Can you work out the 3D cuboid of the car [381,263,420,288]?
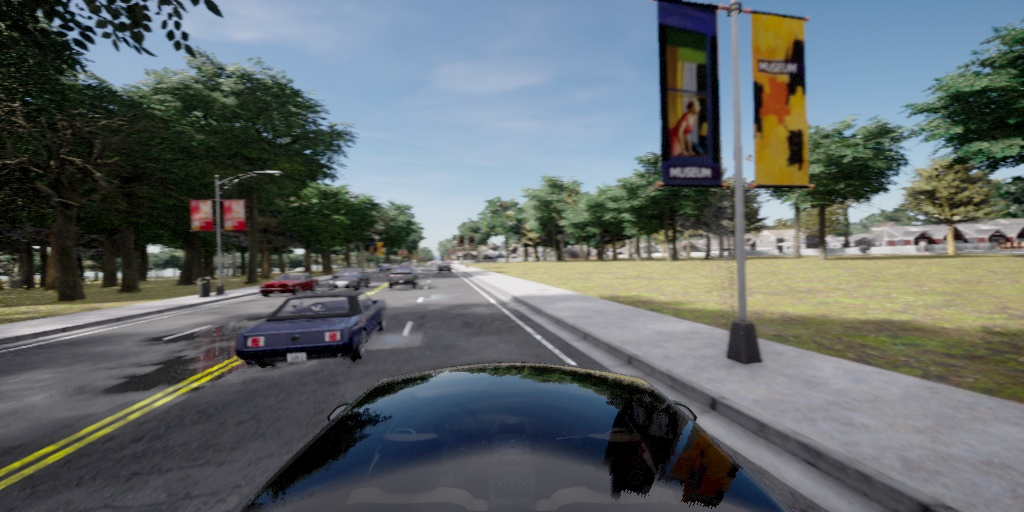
[{"bbox_3d":[-7.718,1.494,25.828,2.128,1.511,4.902,-2,0,-12],"label":"car"}]

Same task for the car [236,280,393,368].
[{"bbox_3d":[-4.163,1.475,8.373,1.895,1.301,4.718,-2,0,-12],"label":"car"}]

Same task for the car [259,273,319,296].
[{"bbox_3d":[-13.889,1.781,22.596,1.895,1.301,4.718,-2,0,-11],"label":"car"}]

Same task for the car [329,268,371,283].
[{"bbox_3d":[-10.946,1.588,24.418,2.128,1.511,4.902,-2,0,-11],"label":"car"}]

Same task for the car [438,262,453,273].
[{"bbox_3d":[-9.436,1.636,50.573,1.812,1.442,4.674,-2,0,-12],"label":"car"}]
